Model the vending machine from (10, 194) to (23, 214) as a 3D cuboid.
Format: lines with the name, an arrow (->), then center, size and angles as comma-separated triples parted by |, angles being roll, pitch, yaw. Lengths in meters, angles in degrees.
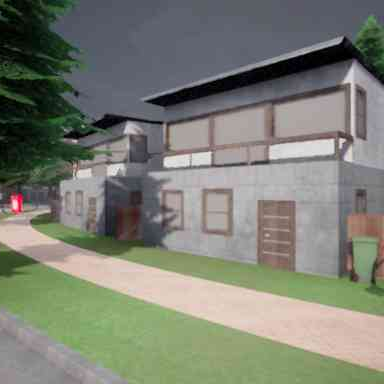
vending machine -> -18.935, 1.315, 35.912 | 1.100, 2.100, 0.880 | 0, 0, -12
